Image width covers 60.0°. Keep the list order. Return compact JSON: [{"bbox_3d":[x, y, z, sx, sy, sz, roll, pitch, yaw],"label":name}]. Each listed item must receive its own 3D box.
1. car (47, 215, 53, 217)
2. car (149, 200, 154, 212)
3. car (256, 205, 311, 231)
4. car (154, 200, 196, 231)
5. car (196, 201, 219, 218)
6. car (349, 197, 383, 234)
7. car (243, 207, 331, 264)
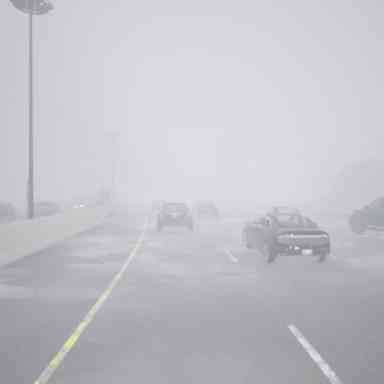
[{"bbox_3d":[-13.185,1.566,30.200,1.837,1.490,4.892,0,0,-9],"label":"car"},{"bbox_3d":[-3.945,1.598,39.264,2.033,1.411,5.357,0,0,-11],"label":"car"},{"bbox_3d":[5.814,1.612,21.802,1.895,1.301,4.718,0,0,-6],"label":"car"},{"bbox_3d":[-1.173,1.377,21.068,2.097,1.767,4.553,0,0,-6],"label":"car"},{"bbox_3d":[1.132,1.522,30.479,2.128,1.511,4.902,0,0,-8],"label":"car"},{"bbox_3d":[9.872,1.217,15.972,2.150,2.045,5.566,0,0,-4],"label":"car"},{"bbox_3d":[3.130,1.498,11.869,2.128,1.511,4.902,0,0,-3],"label":"car"}]
